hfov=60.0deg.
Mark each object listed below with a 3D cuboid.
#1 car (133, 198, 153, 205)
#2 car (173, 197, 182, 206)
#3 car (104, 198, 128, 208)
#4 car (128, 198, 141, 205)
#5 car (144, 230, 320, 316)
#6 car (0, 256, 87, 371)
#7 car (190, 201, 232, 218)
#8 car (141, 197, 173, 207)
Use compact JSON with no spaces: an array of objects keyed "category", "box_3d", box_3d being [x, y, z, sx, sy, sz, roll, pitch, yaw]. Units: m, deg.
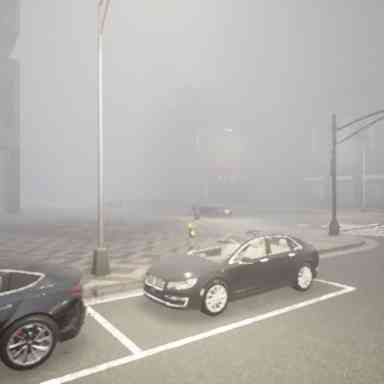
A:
[{"category":"car","box_3d":[-9.609,1.811,64.635,1.895,1.301,4.718,0,0,-36]},{"category":"car","box_3d":[-3.589,1.654,56.297,1.882,1.535,5.008,0,0,-35]},{"category":"car","box_3d":[-11.996,1.773,51.190,1.994,1.385,4.181,0,0,-35]},{"category":"car","box_3d":[-12.006,1.820,62.401,1.895,1.301,4.718,0,0,-36]},{"category":"car","box_3d":[1.056,1.562,7.410,4.403,1.369,2.008,0,0,-36]},{"category":"car","box_3d":[-3.530,1.567,4.132,4.313,1.339,1.947,0,0,-36]},{"category":"car","box_3d":[1.774,1.625,31.896,2.128,1.511,4.902,0,0,-36]},{"category":"car","box_3d":[-5.718,1.675,53.716,2.128,1.511,4.902,0,0,-35]}]
